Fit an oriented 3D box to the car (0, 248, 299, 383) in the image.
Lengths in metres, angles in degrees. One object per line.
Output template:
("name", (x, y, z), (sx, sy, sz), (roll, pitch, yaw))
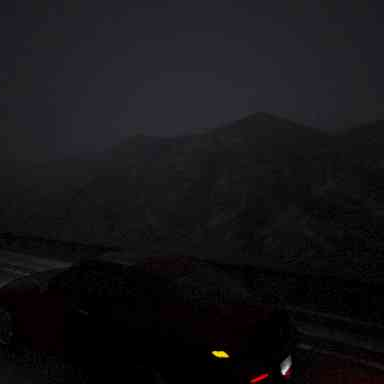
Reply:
("car", (-0.939, 1.544, 4.639), (4.674, 1.442, 1.812), (0, 0, 35))
